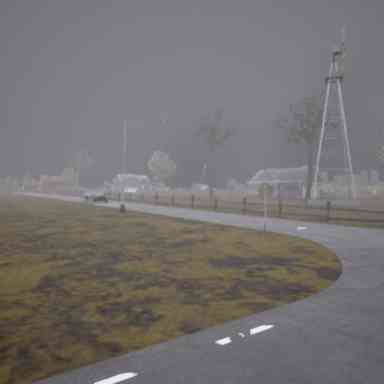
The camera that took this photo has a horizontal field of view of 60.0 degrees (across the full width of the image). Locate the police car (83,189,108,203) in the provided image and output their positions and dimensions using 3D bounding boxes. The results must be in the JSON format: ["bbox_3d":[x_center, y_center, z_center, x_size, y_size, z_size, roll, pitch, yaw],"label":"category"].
[{"bbox_3d":[-12.207,0.505,42.101,1.930,1.638,5.238,2,0,-35],"label":"police car"}]
